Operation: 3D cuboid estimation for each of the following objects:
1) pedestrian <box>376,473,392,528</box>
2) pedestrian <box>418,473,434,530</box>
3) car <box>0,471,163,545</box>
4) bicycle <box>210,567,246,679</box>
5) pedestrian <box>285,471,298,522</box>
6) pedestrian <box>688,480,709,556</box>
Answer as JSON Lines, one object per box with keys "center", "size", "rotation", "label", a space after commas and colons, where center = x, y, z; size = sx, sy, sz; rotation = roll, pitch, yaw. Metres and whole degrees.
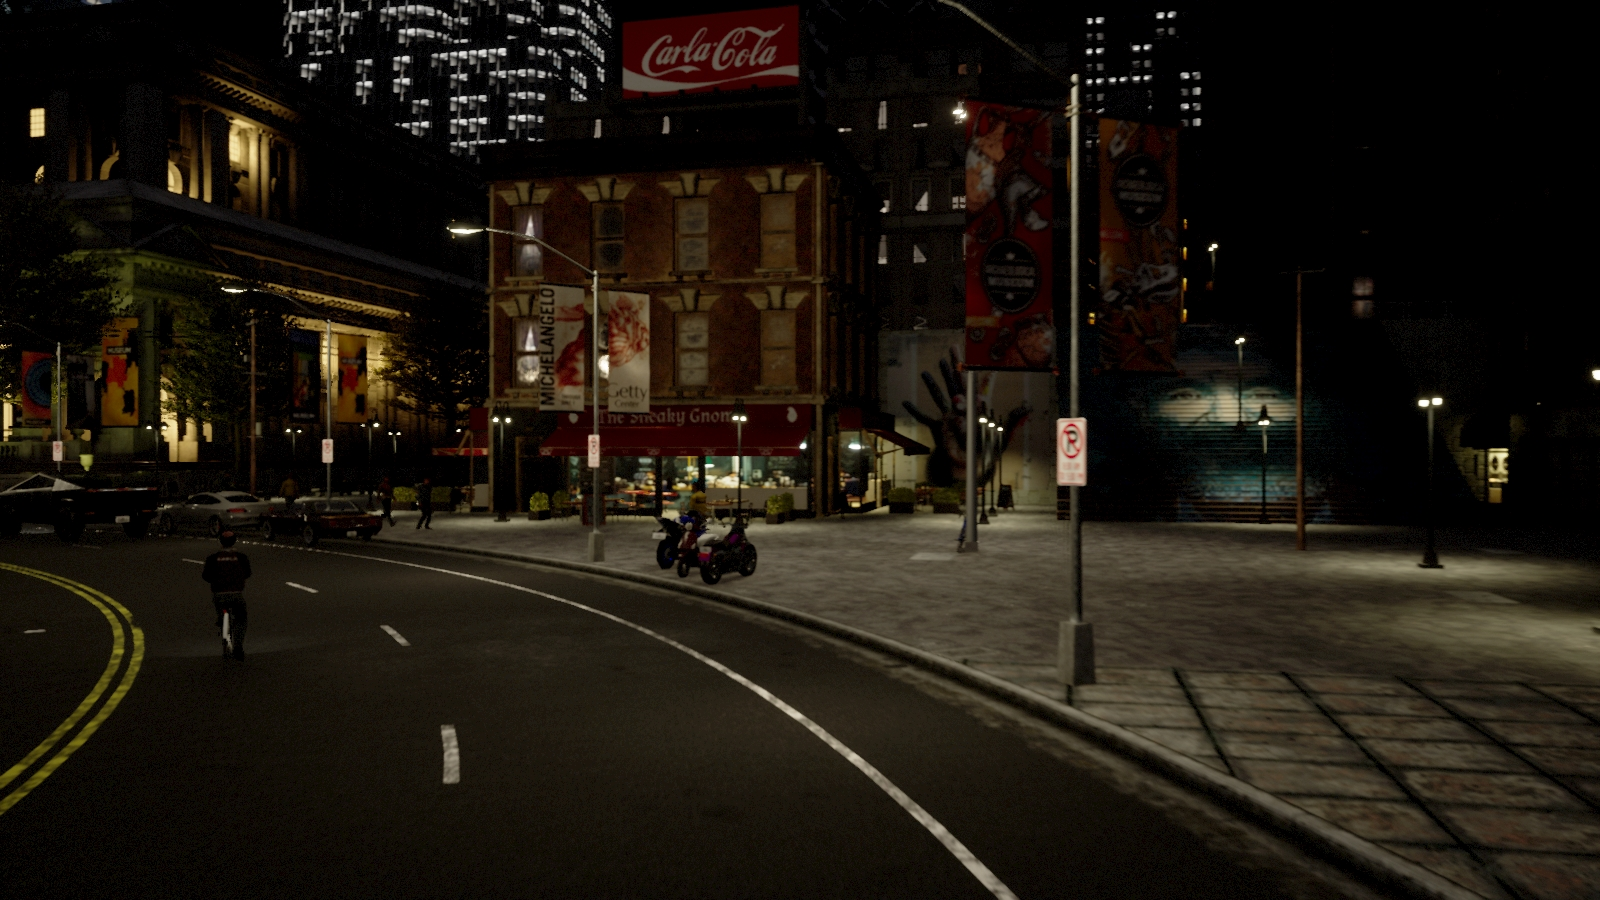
{"center": [-14.156, 1.703, 38.896], "size": [0.375, 1.860, 0.375], "rotation": [0, 0, 36], "label": "pedestrian"}
{"center": [-12.378, 1.701, 37.805], "size": [0.375, 1.860, 0.375], "rotation": [0, 0, 39], "label": "pedestrian"}
{"center": [-23.274, 1.762, 36.599], "size": [6.274, 2.098, 2.390], "rotation": [0, 0, 33], "label": "car"}
{"center": [-7.454, 2.213, 14.912], "size": [0.329, 1.171, 1.835], "rotation": [0, 0, -24], "label": "bicycle"}
{"center": [-18.826, 1.703, 42.285], "size": [0.375, 1.860, 0.375], "rotation": [0, 0, -32], "label": "pedestrian"}
{"center": [-2.529, 1.697, 28.528], "size": [0.375, 1.860, 0.375], "rotation": [0, 0, 40], "label": "pedestrian"}
